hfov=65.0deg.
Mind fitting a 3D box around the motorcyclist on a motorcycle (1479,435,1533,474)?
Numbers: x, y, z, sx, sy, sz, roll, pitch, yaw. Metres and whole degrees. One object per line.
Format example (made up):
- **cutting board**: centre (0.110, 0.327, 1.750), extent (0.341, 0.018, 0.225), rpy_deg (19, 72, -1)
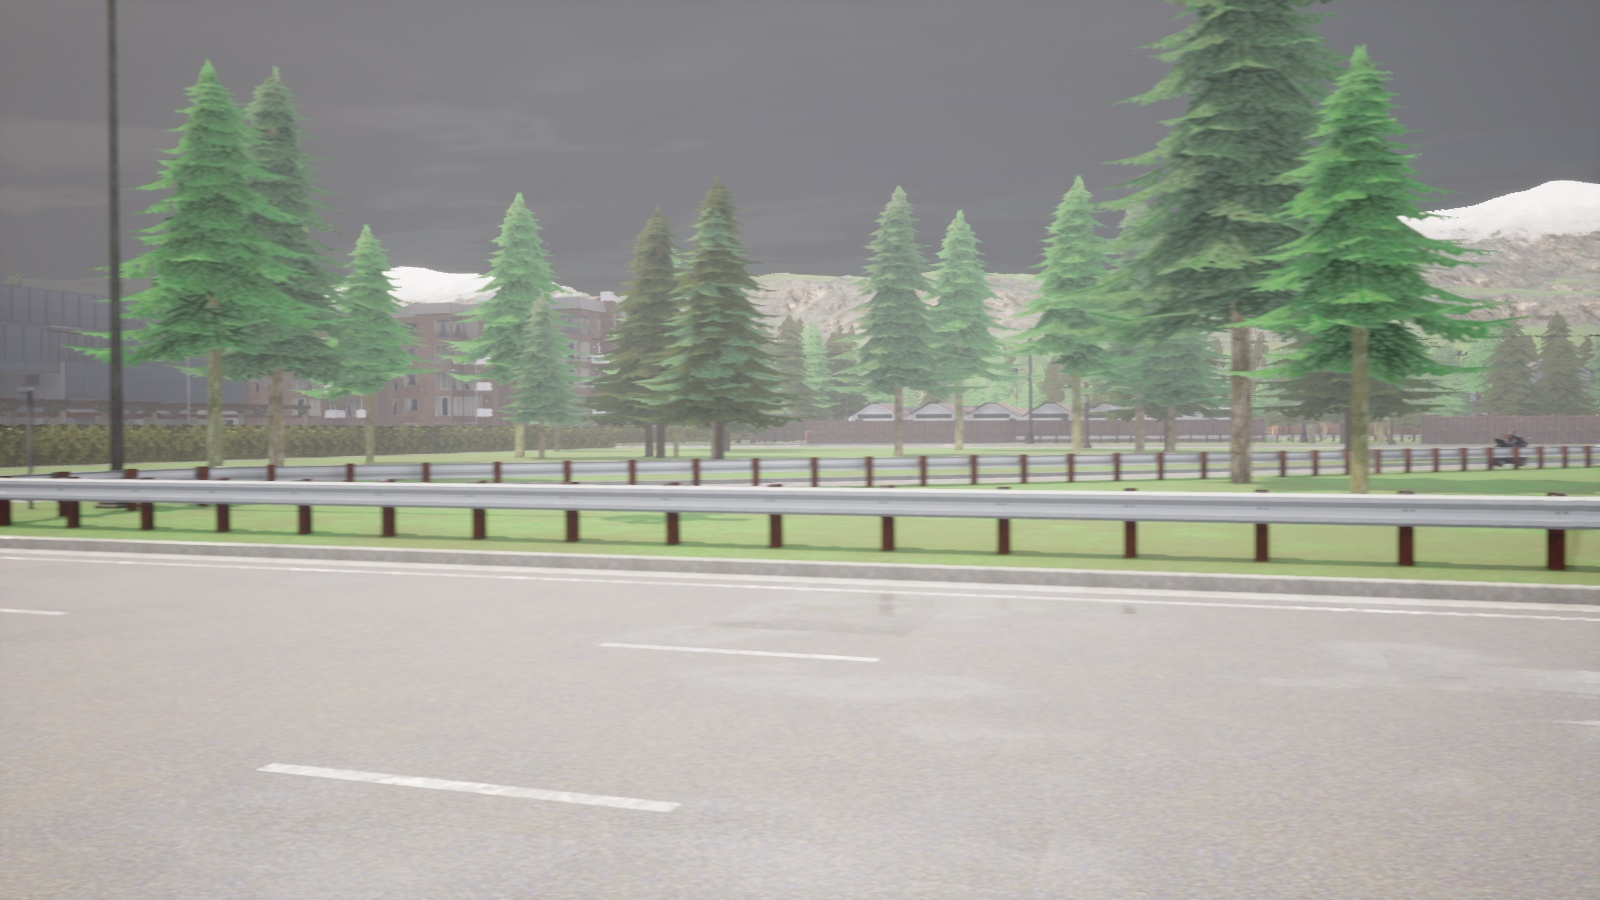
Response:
- **motorcyclist on a motorcycle**: centre (28.033, 0.169, 49.879), extent (2.191, 1.530, 0.866), rpy_deg (0, 1, -31)
